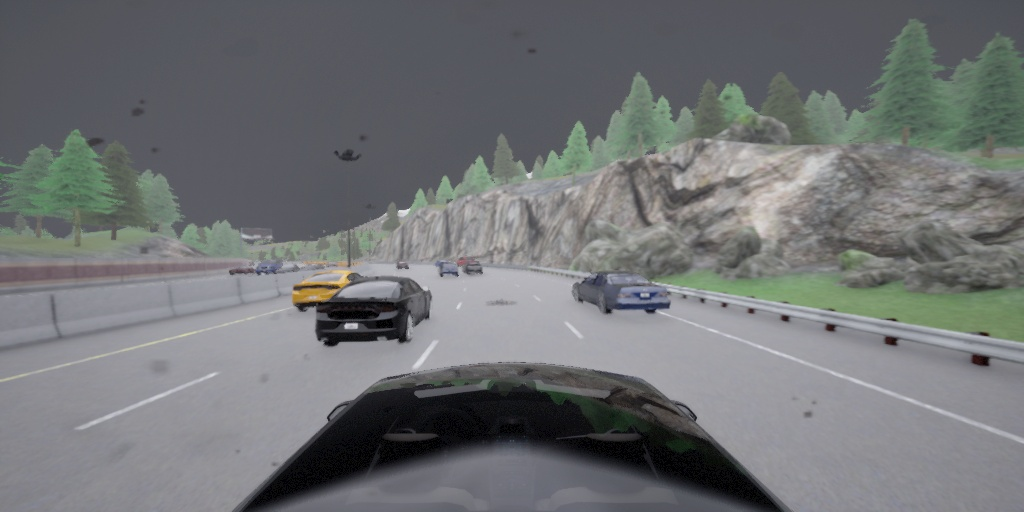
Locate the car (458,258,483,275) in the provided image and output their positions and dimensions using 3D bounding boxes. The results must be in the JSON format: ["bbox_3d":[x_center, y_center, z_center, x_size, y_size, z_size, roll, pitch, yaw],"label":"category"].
[{"bbox_3d":[-4.630,1.327,41.557,2.128,1.511,4.902,-1,0,-15],"label":"car"}]

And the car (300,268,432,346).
[{"bbox_3d":[-3.430,1.284,9.788,1.882,1.535,5.008,0,0,-3],"label":"car"}]

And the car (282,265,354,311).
[{"bbox_3d":[-7.411,1.349,15.395,1.882,1.535,5.008,0,0,-5],"label":"car"}]

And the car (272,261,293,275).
[{"bbox_3d":[-27.376,1.722,44.142,1.812,1.442,4.674,-1,0,-17],"label":"car"}]

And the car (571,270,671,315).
[{"bbox_3d":[3.761,1.242,13.387,2.033,1.411,5.357,-1,0,-6],"label":"car"}]

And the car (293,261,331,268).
[{"bbox_3d":[-22.887,1.616,41.215,2.128,1.511,4.902,-1,0,-15],"label":"car"}]

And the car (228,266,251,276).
[{"bbox_3d":[-35.991,1.934,47.981,1.895,1.301,4.718,-1,0,-19],"label":"car"}]

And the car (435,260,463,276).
[{"bbox_3d":[-7.035,1.421,39.140,2.033,1.411,5.357,-1,0,-16],"label":"car"}]

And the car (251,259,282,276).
[{"bbox_3d":[-32.276,1.496,48.020,2.150,2.045,5.566,-1,0,-19],"label":"car"}]
